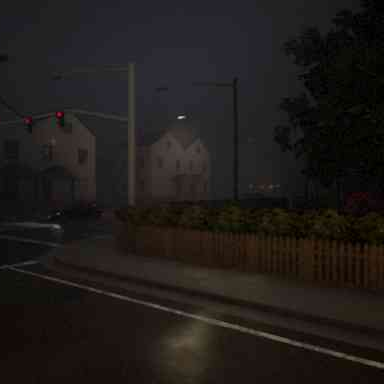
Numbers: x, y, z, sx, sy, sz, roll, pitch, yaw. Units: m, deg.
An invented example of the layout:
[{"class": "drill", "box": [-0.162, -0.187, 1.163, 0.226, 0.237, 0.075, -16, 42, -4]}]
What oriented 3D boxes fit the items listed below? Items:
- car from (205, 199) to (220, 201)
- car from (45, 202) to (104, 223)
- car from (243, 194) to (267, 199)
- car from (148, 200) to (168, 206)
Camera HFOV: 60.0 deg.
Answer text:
[{"class": "car", "box": [2.578, 1.572, 43.006, 2.033, 1.411, 5.357, 0, 0, 35]}, {"class": "car", "box": [-9.115, 1.550, 26.141, 1.812, 1.442, 4.674, 0, 0, 35]}, {"class": "car", "box": [8.822, 1.242, 45.545, 2.150, 2.045, 5.566, 0, 0, 35]}, {"class": "car", "box": [-3.426, 1.550, 34.350, 1.812, 1.442, 4.674, 0, 0, 35]}]
